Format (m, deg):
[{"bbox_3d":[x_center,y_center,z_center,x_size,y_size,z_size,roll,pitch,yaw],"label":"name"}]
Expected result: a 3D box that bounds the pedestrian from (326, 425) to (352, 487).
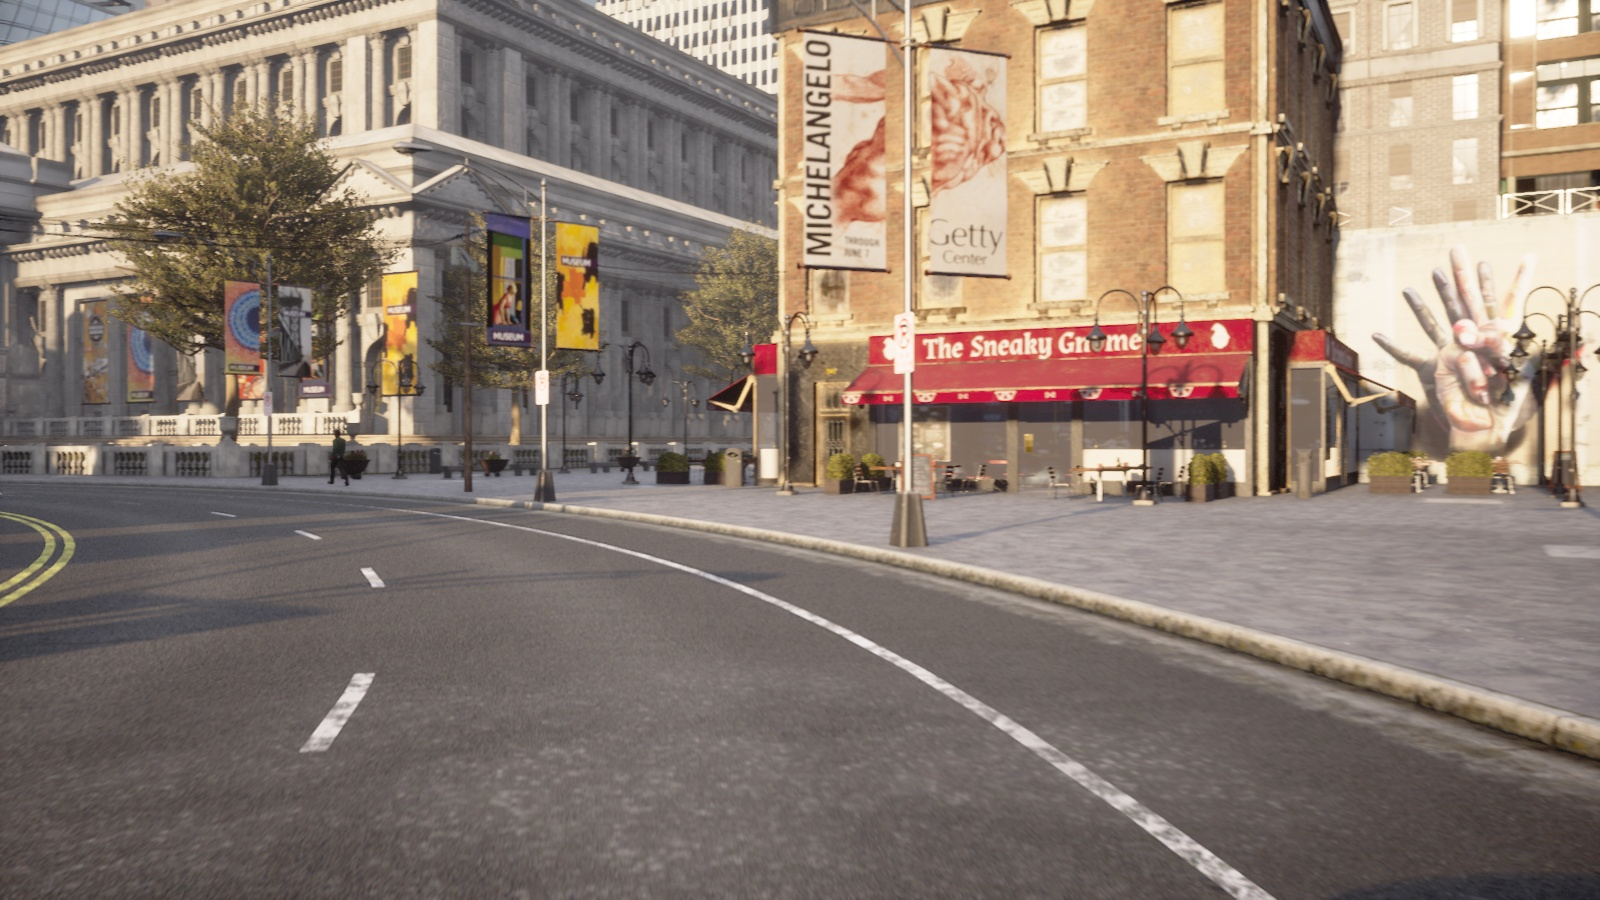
[{"bbox_3d":[-14.608,0.181,39.782,0.788,1.949,0.423,0,0,36],"label":"pedestrian"}]
